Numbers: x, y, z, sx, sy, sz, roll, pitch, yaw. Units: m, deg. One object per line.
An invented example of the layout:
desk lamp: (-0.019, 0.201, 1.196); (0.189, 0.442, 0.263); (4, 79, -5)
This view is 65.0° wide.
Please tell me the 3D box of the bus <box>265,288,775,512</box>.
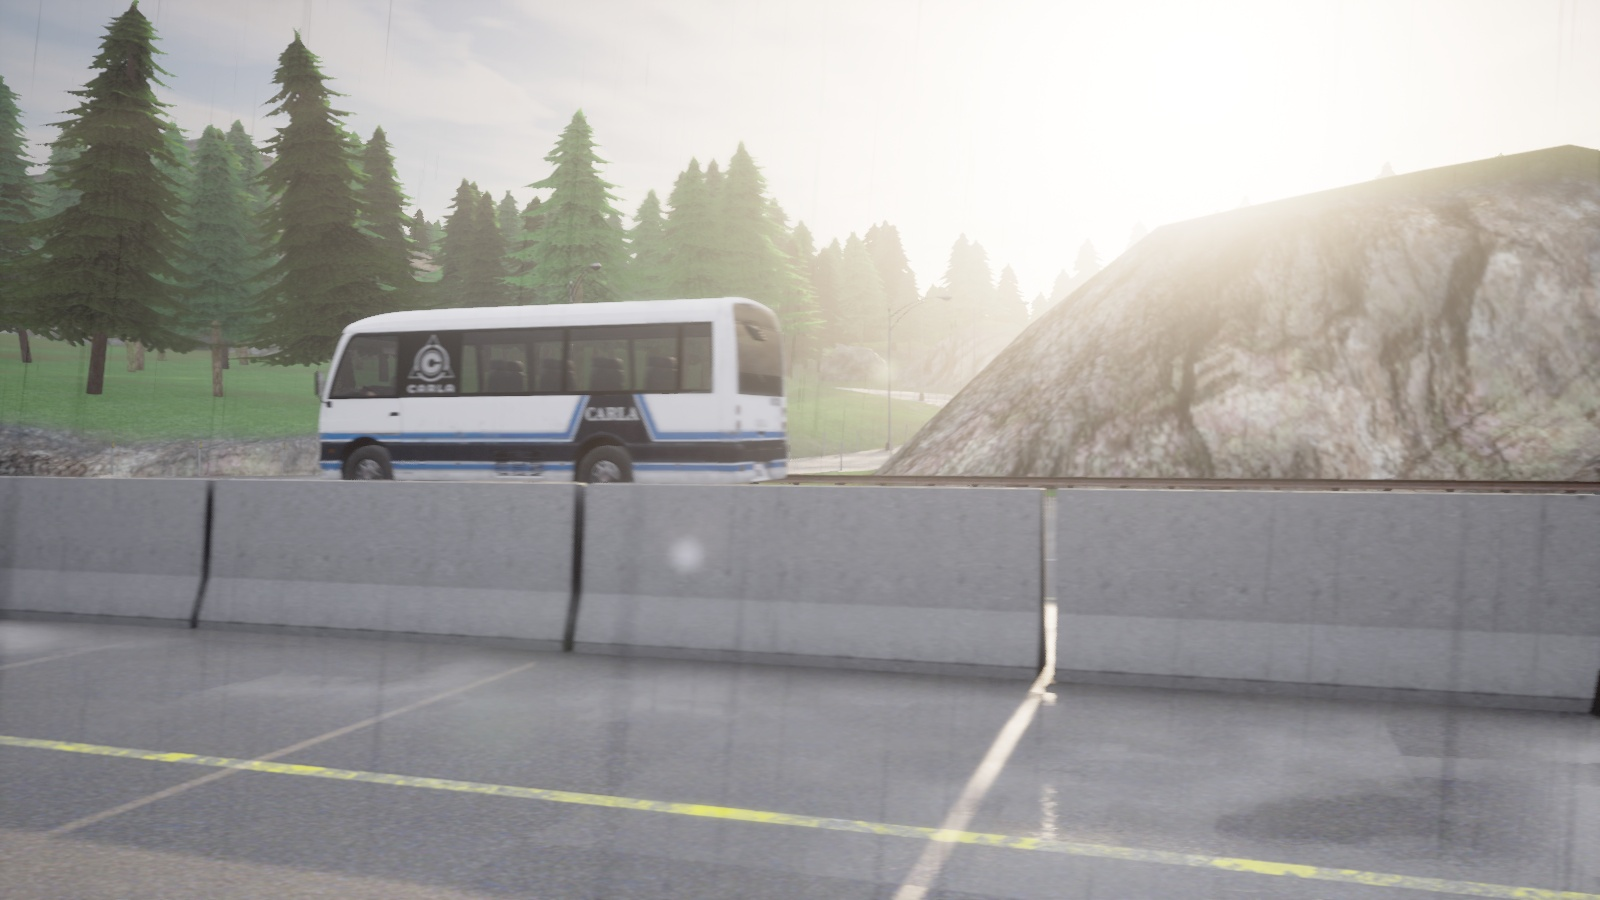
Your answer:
bus: (-6.054, -1.011, 27.364); (10.273, 4.253, 3.944); (1, 1, 19)
